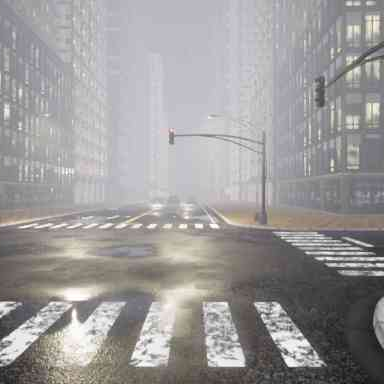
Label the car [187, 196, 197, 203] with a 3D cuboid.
[{"bbox_3d":[-0.021,1.540,70.549,1.994,1.385,4.181,0,0,0],"label":"car"}]

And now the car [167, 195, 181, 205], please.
[{"bbox_3d":[-3.268,1.452,60.101,2.097,1.767,4.553,0,0,0],"label":"car"}]

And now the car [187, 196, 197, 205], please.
[{"bbox_3d":[-0.018,1.703,60.577,1.895,1.301,4.718,0,0,0],"label":"car"}]

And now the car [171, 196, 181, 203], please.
[{"bbox_3d":[-3.271,1.565,70.162,1.895,1.301,4.718,0,0,0],"label":"car"}]

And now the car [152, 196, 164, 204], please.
[{"bbox_3d":[-6.519,1.607,64.298,2.128,1.511,4.902,0,0,0],"label":"car"}]
